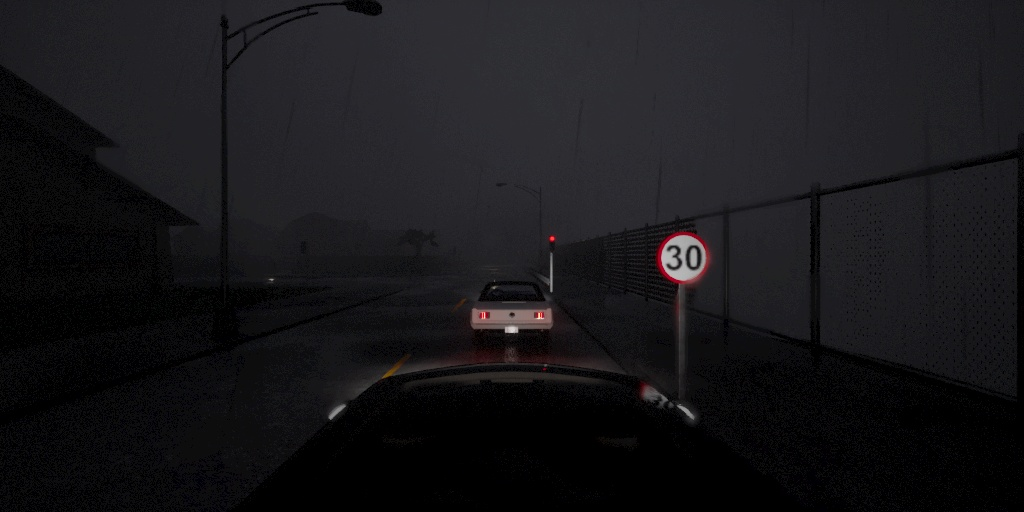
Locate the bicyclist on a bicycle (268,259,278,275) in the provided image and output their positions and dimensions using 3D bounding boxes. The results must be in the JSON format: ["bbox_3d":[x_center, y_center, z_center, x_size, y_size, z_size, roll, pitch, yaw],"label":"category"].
[{"bbox_3d":[-24.322,1.099,36.495,0.582,1.620,1.656,0,0,0],"label":"bicyclist on a bicycle"}]

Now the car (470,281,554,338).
[{"bbox_3d":[-0.002,1.351,10.186,1.895,1.301,4.718,0,0,0],"label":"car"}]
